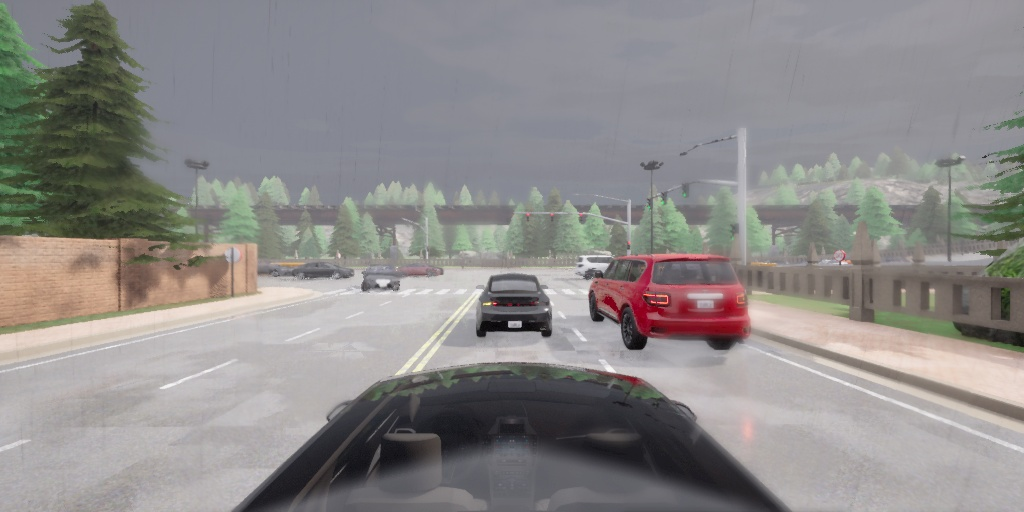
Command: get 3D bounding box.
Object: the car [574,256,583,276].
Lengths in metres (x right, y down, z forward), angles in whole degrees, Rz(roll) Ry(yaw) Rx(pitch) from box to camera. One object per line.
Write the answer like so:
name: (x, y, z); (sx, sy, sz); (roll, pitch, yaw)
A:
car: (8.077, 0.971, 30.332); (5.566, 2.045, 2.150); (0, 0, 0)

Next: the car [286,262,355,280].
car: (-15.877, 1.255, 30.285); (4.892, 1.490, 1.837); (0, 0, 0)

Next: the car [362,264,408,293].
car: (-7.582, 1.241, 20.792); (2.128, 1.511, 4.902); (1, 0, -23)

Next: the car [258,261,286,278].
car: (-23.169, 1.240, 33.771); (4.902, 1.511, 2.128); (0, 0, 0)

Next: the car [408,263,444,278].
car: (-8.575, 1.314, 33.800); (4.181, 1.385, 1.994); (0, 0, 0)

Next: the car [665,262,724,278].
car: (17.129, 1.275, 33.849); (4.674, 1.442, 1.812); (0, 0, 0)

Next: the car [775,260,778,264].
car: (34.745, 1.240, 48.111); (4.892, 1.490, 1.837); (0, 0, 0)

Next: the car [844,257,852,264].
car: (39.210, 1.183, 44.638); (4.674, 1.442, 1.812); (-1, 0, 0)

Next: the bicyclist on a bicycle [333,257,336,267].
bicyclist on a bicycle: (-27.422, 1.051, 55.746); (0.582, 1.620, 1.656); (0, 0, 0)

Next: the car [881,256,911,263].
car: (42.803, 0.891, 41.153); (4.553, 1.767, 2.097); (-2, 0, 0)

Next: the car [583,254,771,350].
car: (3.516, 0.971, 9.196); (2.150, 2.045, 5.566); (0, 0, 0)

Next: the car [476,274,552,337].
car: (0.019, 1.255, 10.296); (1.837, 1.490, 4.892); (0, 0, -1)

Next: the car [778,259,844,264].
car: (34.171, 1.287, 41.111); (5.357, 1.411, 2.033); (0, 0, 0)

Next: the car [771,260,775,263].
car: (29.228, 1.242, 44.585); (4.902, 1.511, 2.128); (0, 0, 0)
